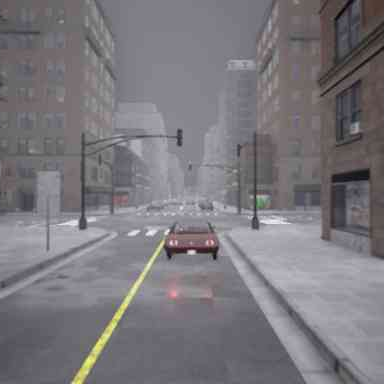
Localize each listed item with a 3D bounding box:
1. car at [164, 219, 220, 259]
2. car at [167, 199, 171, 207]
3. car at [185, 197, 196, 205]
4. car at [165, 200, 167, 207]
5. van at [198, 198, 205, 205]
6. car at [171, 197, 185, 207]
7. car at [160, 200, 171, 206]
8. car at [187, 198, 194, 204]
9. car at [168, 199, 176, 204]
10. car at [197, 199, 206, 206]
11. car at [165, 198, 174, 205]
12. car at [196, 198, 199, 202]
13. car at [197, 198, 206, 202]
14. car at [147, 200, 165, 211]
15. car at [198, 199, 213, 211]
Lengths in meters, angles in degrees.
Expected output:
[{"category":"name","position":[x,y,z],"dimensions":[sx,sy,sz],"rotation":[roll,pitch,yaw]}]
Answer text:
[{"category":"car","position":[0.009,1.739,13.249],"dimensions":[1.895,1.301,4.718],"rotation":[0,-1,0]},{"category":"car","position":[-5.737,2.350,67.243],"dimensions":[1.802,1.307,4.206],"rotation":[0,-1,0]},{"category":"car","position":[-0.348,2.453,78.273],"dimensions":[1.994,1.385,4.181],"rotation":[0,-1,0]},{"category":"car","position":[-5.739,2.073,56.225],"dimensions":[1.967,1.590,4.097],"rotation":[0,-1,0]},{"category":"van","position":[2.290,2.321,83.776],"dimensions":[1.690,1.788,3.998],"rotation":[0,-1,0]},{"category":"car","position":[-3.099,2.288,70.589],"dimensions":[1.882,1.535,5.008],"rotation":[0,-1,0]},{"category":"car","position":[-5.736,2.388,72.754],"dimensions":[2.008,1.369,4.403],"rotation":[0,-1,0]},{"category":"car","position":[-0.346,2.396,88.277],"dimensions":[1.812,1.442,4.674],"rotation":[0,-1,0]},{"category":"car","position":[-5.734,2.676,94.795],"dimensions":[2.008,1.369,4.403],"rotation":[0,-1,0]},{"category":"car","position":[2.289,2.459,78.264],"dimensions":[2.008,1.369,4.403],"rotation":[0,-1,0]},{"category":"car","position":[-5.735,2.420,83.776],"dimensions":[1.967,1.590,4.097],"rotation":[0,-1,0]},{"category":"car","position":[2.288,2.334,67.243],"dimensions":[1.947,1.339,4.313],"rotation":[0,-1,0]},{"category":"car","position":[2.287,2.281,61.733],"dimensions":[1.802,1.307,4.206],"rotation":[0,-1,0]},{"category":"car","position":[-5.739,2.006,50.714],"dimensions":[1.967,1.590,4.097],"rotation":[0,-1,0]},{"category":"car","position":[2.286,2.132,50.711],"dimensions":[1.947,1.339,4.313],"rotation":[0,-1,0]}]
